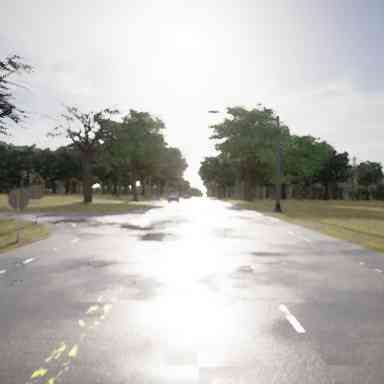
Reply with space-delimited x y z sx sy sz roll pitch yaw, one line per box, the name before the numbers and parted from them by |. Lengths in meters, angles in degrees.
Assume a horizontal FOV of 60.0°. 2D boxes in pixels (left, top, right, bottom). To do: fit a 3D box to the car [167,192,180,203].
car | -3.577 1.114 64.133 2.150 2.045 5.566 0 0 0
